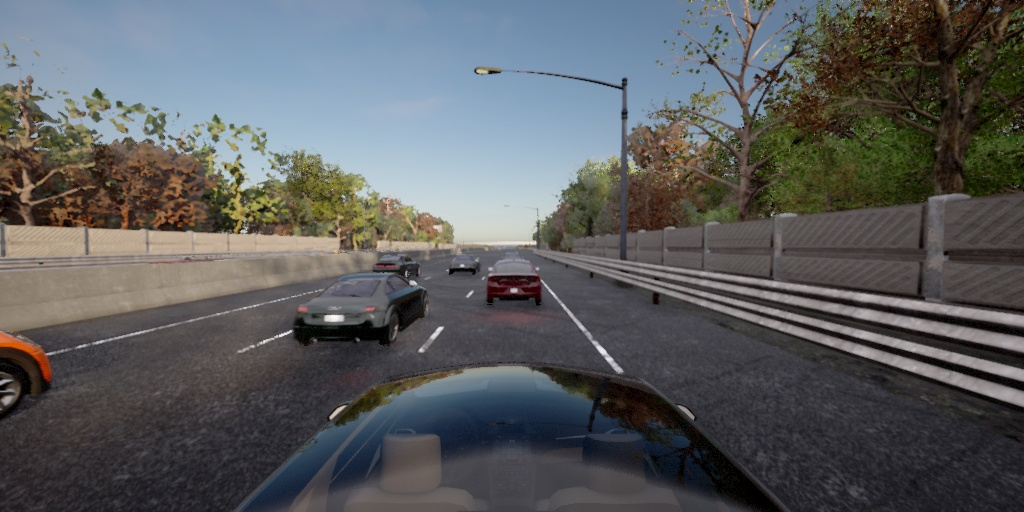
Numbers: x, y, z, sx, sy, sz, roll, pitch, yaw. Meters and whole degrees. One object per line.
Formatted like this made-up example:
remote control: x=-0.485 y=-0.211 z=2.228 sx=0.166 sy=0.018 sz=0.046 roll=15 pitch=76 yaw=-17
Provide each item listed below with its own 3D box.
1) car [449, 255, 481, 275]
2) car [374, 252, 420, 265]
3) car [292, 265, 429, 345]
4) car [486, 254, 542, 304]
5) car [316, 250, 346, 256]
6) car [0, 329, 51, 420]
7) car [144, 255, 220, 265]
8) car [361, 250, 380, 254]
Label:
car: x=-3.435 y=0.581 z=26.737 sx=1.994 sy=1.385 sz=4.181 roll=0 pitch=2 yaw=0
car: x=-6.930 y=0.665 z=21.911 sx=1.837 sy=1.490 sz=4.892 roll=0 pitch=2 yaw=0
car: x=-3.405 y=1.104 z=8.863 sx=1.994 sy=1.385 sz=4.181 roll=0 pitch=2 yaw=0
car: x=0.075 y=0.864 z=13.910 sx=1.882 sy=1.535 sz=5.008 roll=0 pitch=2 yaw=0
car: x=-21.121 y=0.080 z=42.117 sx=1.882 sy=1.535 sz=5.008 roll=0 pitch=1 yaw=0
car: x=-6.898 y=1.083 z=2.579 sx=2.097 sy=1.767 sz=4.553 roll=0 pitch=2 yaw=0
car: x=-24.636 y=0.634 z=27.027 sx=1.895 sy=1.301 sz=4.718 roll=0 pitch=2 yaw=0
car: x=-17.607 y=0.014 z=44.842 sx=2.128 sy=1.511 sz=4.902 roll=0 pitch=2 yaw=0
